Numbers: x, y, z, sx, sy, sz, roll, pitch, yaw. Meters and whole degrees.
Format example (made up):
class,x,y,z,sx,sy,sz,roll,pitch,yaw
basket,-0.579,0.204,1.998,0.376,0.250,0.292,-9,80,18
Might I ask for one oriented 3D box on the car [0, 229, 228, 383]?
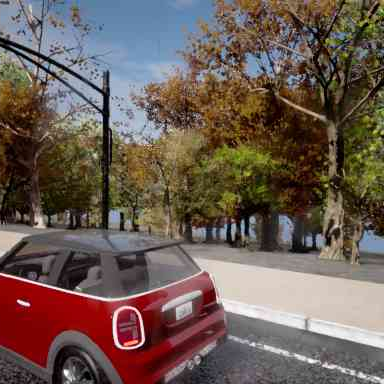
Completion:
class,x,y,z,sx,sy,sz,roll,pitch,yaw
car,-1.815,1.351,4.979,4.553,1.767,2.097,0,0,36
